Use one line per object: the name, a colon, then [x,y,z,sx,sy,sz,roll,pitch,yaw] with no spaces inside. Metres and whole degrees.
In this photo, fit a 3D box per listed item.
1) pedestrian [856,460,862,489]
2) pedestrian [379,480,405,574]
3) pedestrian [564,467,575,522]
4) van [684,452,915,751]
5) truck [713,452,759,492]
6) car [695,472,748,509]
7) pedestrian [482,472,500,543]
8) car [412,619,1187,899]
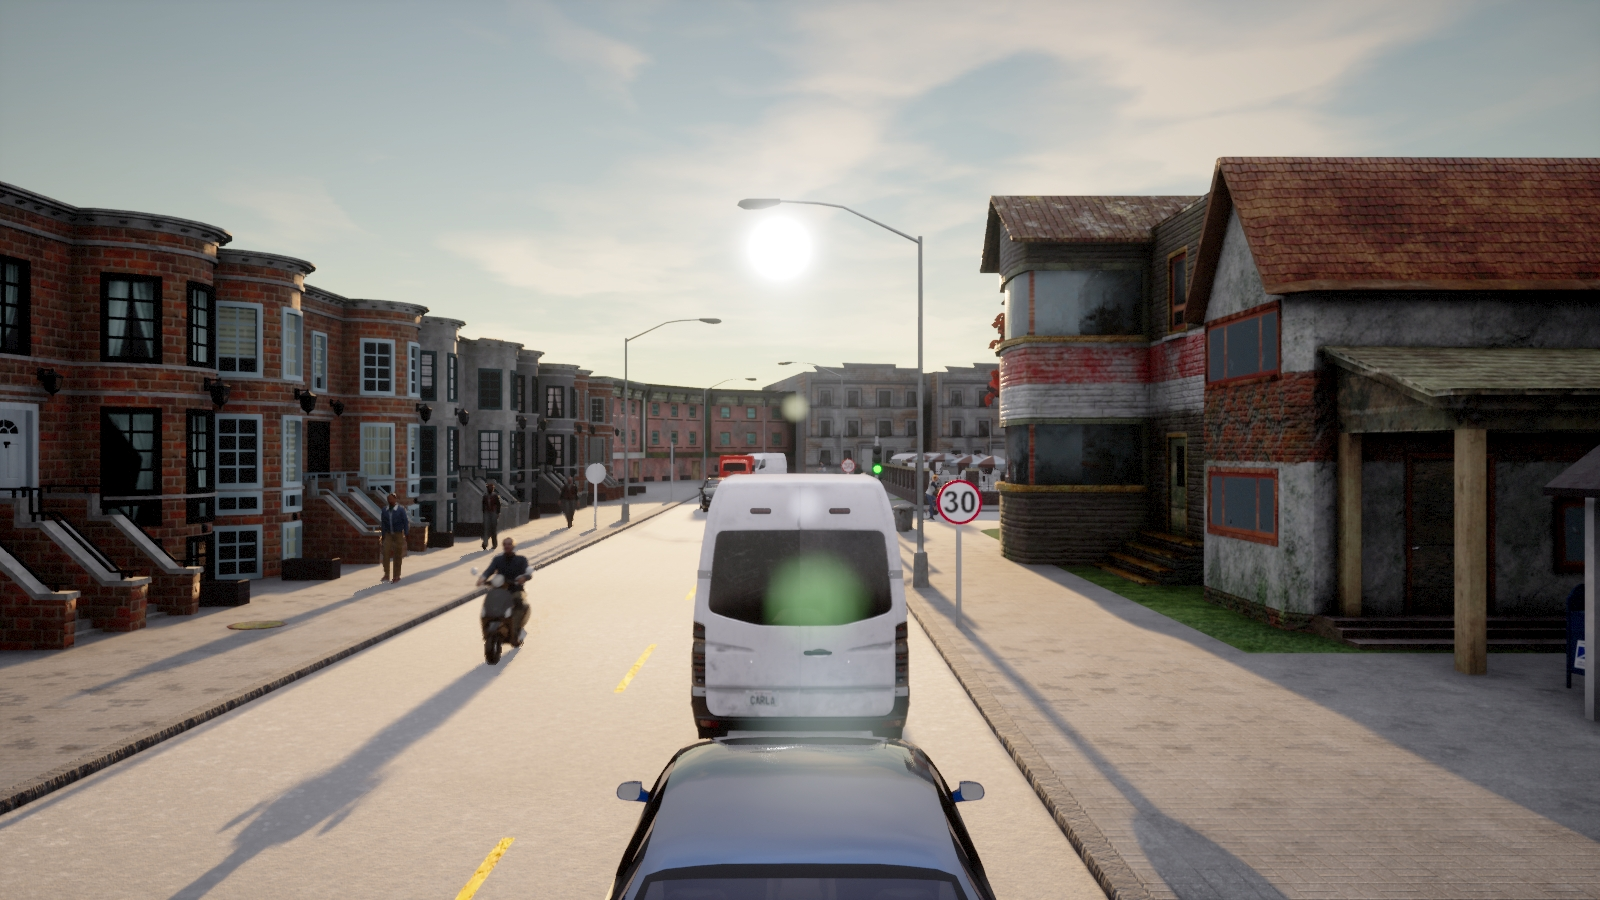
pedestrian: [3.687,1.525,71.315,0.375,1.860,0.375,0,0,0]
pedestrian: [-8.126,1.525,22.758,0.375,1.860,0.375,0,0,4]
pedestrian: [-7.921,1.527,39.228,0.375,1.860,0.375,0,0,-14]
van: [-0.004,1.314,12.796,1.988,2.561,5.915,0,0,0]
truck: [-4.035,1.348,72.688,2.627,2.467,5.204,0,0,0]
car: [-3.665,1.827,52.844,2.128,1.511,4.902,0,0,-8]
pedestrian: [-8.228,1.524,30.450,0.375,1.860,0.375,0,0,3]
car: [0.000,1.886,5.316,2.033,1.411,5.357,0,0,0]
